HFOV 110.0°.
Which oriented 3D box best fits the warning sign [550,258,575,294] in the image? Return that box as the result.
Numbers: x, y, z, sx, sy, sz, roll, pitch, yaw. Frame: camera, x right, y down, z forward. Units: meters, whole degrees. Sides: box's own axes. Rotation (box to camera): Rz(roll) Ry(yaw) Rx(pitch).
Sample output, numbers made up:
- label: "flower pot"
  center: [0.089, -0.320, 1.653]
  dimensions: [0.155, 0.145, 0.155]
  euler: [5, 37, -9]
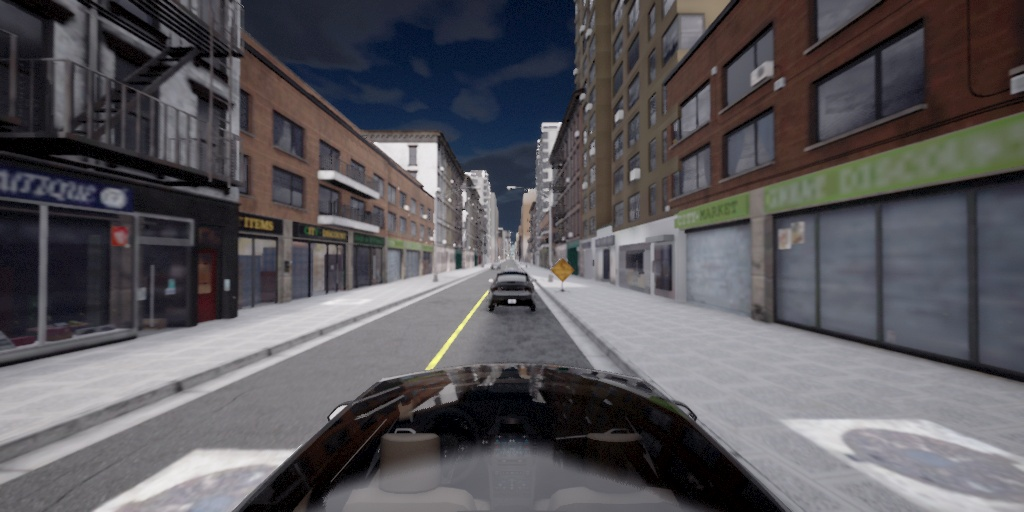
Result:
- label: "warning sign"
  center: [2.720, 1.040, 19.296]
  dimensions: [1.300, 1.860, 1.060]
  euler: [0, 0, 0]

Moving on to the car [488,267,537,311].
- label: "car"
  center: [0.023, 1.393, 15.358]
  dimensions: [1.837, 1.490, 4.892]
  euler: [0, 0, 1]

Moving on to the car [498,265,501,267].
- label: "car"
  center: [0.022, 1.627, 30.093]
  dimensions: [1.895, 1.301, 4.718]
  euler: [0, -1, 0]
